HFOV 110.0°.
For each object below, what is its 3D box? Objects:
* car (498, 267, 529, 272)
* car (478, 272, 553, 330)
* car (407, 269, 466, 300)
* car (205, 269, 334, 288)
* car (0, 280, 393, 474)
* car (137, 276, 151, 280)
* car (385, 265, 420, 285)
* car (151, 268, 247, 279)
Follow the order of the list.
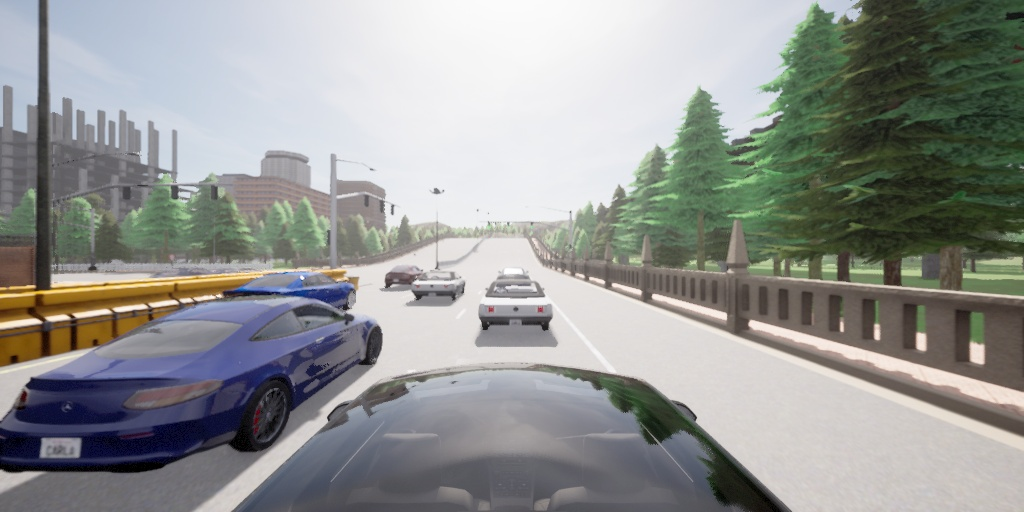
[{"bbox_3d":[0.080,1.325,21.502,1.994,1.385,4.181,0,0,0],"label":"car"},{"bbox_3d":[0.090,1.356,11.089,1.895,1.301,4.718,0,0,0],"label":"car"},{"bbox_3d":[-3.417,1.359,17.630,1.895,1.301,4.718,0,0,0],"label":"car"},{"bbox_3d":[-6.909,1.233,11.750,1.882,1.535,5.008,0,0,0],"label":"car"},{"bbox_3d":[-3.402,1.277,5.005,1.812,1.442,4.674,0,0,0],"label":"car"},{"bbox_3d":[-17.546,1.323,19.069,1.994,1.385,4.181,0,0,1],"label":"car"},{"bbox_3d":[-6.926,1.287,23.700,1.812,1.442,4.674,0,0,0],"label":"car"},{"bbox_3d":[-14.054,1.306,17.755,2.033,1.411,5.357,0,0,0],"label":"car"}]
